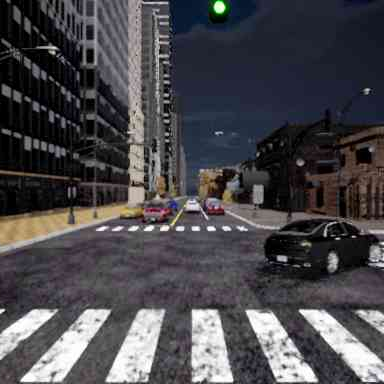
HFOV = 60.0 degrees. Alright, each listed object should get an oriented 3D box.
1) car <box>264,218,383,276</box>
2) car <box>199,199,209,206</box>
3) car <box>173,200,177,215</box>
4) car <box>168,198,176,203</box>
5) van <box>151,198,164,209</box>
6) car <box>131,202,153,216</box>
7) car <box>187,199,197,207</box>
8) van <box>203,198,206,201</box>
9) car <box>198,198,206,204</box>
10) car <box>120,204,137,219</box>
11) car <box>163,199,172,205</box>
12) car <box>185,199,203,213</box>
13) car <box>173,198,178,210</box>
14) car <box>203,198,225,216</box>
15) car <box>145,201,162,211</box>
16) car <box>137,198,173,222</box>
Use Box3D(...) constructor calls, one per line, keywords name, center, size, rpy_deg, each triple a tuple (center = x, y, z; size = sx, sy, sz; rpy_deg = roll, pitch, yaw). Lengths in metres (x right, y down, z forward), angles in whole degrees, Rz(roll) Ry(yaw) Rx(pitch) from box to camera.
Box3D(name="car", center=(4.363, 1.627, 10.784), size=(4.892, 1.490, 1.837), rpy_deg=(1, -3, -40))
Box3D(name="car", center=(2.657, 2.237, 72.041), size=(2.008, 1.369, 4.403), rpy_deg=(-1, -1, 0))
Box3D(name="car", center=(-3.102, 1.927, 38.196), size=(1.994, 1.385, 4.181), rpy_deg=(0, -1, -1))
Box3D(name="car", center=(-5.697, 2.470, 94.668), size=(1.947, 1.339, 4.313), rpy_deg=(-1, -1, 0))
Box3D(name="van", center=(-5.689, 1.866, 55.163), size=(1.690, 1.788, 3.998), rpy_deg=(-1, -1, 0))
Box3D(name="car", center=(-5.680, 1.929, 38.229), size=(1.947, 1.339, 4.313), rpy_deg=(-1, -1, 0))
Box3D(name="car", center=(0.024, 2.133, 63.832), size=(1.812, 1.442, 4.674), rpy_deg=(0, 0, 1))
Box3D(name="van", center=(2.662, 1.758, 43.824), size=(1.690, 1.788, 3.998), rpy_deg=(-1, -1, 0))
Box3D(name="car", center=(2.652, 2.415, 88.972), size=(1.947, 1.339, 4.313), rpy_deg=(-1, -1, 0))
Box3D(name="car", center=(-5.849, 1.834, 32.416), size=(1.752, 1.417, 4.829), rpy_deg=(-1, -1, 0))
Box3D(name="car", center=(-5.692, 2.265, 77.567), size=(1.752, 1.417, 4.829), rpy_deg=(-1, -1, 0))
Box3D(name="car", center=(0.087, 1.939, 43.494), size=(1.812, 1.442, 4.674), rpy_deg=(0, 0, 0))
Box3D(name="car", center=(-3.015, 1.940, 48.580), size=(1.882, 1.535, 5.008), rpy_deg=(0, -1, 0))
Box3D(name="car", center=(2.665, 1.803, 38.179), size=(1.967, 1.590, 4.097), rpy_deg=(-1, -1, 0))
Box3D(name="car", center=(-5.683, 2.037, 49.518), size=(1.947, 1.339, 4.313), rpy_deg=(-1, -1, 0))
Box3D(name="car", center=(-3.104, 1.625, 28.743), size=(2.097, 1.767, 4.553), rpy_deg=(0, -1, 0))
